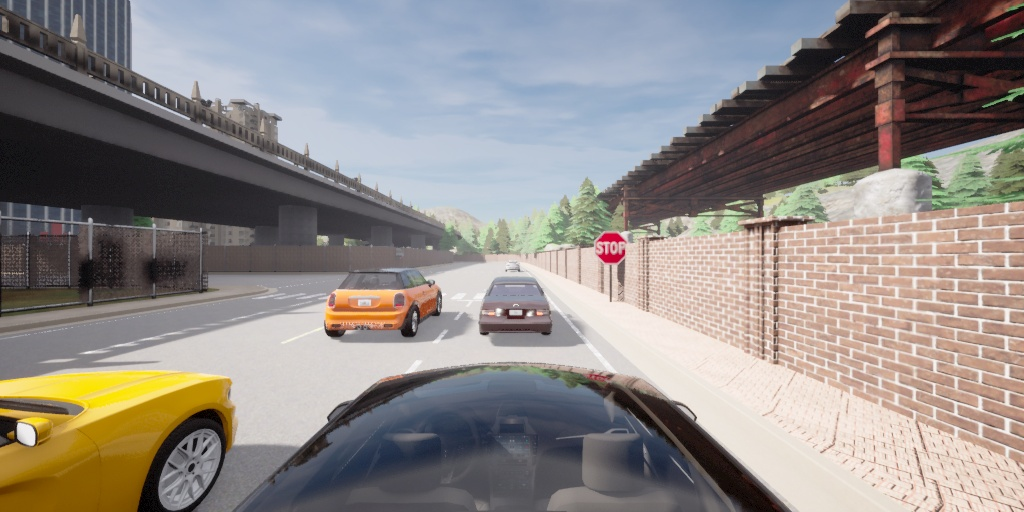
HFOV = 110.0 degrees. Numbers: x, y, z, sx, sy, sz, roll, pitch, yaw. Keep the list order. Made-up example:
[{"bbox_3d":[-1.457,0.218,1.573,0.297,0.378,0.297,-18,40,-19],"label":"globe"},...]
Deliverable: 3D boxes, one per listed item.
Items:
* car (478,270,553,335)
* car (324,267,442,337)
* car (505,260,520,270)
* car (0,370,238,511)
[{"bbox_3d":[0.082,1.297,10.454,2.033,1.411,5.357,0,0,0],"label":"car"},{"bbox_3d":[-3.419,1.102,10.433,2.097,1.767,4.553,0,0,0],"label":"car"},{"bbox_3d":[0.085,1.276,46.320,1.812,1.442,4.674,0,0,-1],"label":"car"},{"bbox_3d":[-3.398,1.228,1.175,1.882,1.535,5.008,0,0,0],"label":"car"}]
